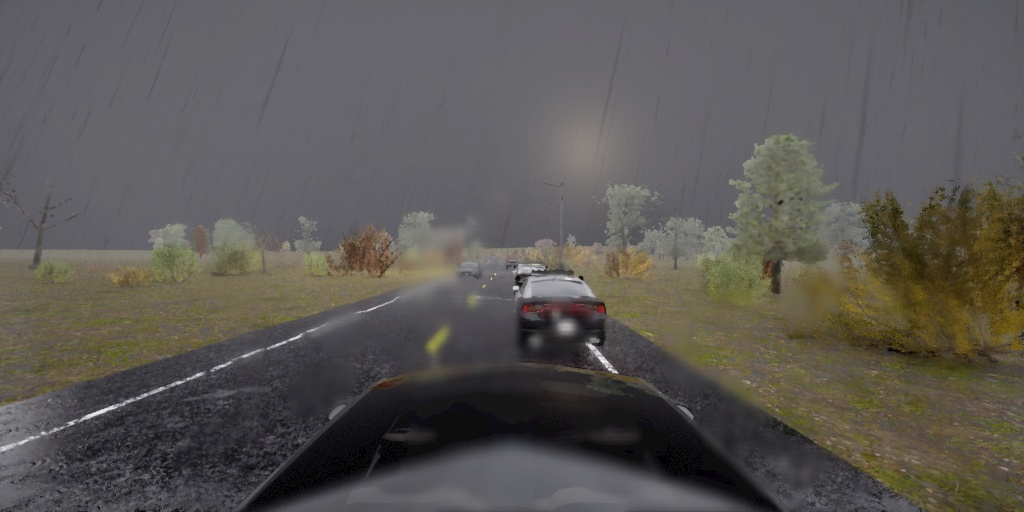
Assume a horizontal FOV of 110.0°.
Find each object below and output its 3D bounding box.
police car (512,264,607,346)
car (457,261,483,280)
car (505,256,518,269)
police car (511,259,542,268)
[{"bbox_3d":[1.050,1.170,9.512,1.930,1.638,5.238,0,0,0],"label":"police car"},{"bbox_3d":[-3.502,1.220,30.653,1.837,1.490,4.892,0,0,0],"label":"car"},{"bbox_3d":[0.057,1.166,52.581,1.837,1.490,4.892,0,0,0],"label":"car"},{"bbox_3d":[1.049,1.159,19.514,1.930,1.638,5.238,0,0,0],"label":"police car"}]
